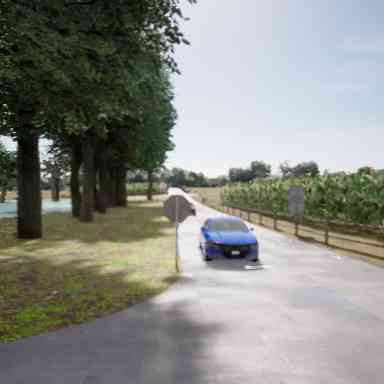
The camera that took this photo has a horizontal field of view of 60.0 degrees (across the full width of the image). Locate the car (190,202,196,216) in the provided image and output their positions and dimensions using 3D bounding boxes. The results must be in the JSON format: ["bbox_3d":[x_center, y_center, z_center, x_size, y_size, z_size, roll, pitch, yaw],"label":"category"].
[{"bbox_3d":[-0.572,1.930,39.291,1.882,1.535,5.008,1,0,-4],"label":"car"}]

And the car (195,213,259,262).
[{"bbox_3d":[1.327,1.739,13.357,1.882,1.535,5.008,1,-1,-2],"label":"car"}]
